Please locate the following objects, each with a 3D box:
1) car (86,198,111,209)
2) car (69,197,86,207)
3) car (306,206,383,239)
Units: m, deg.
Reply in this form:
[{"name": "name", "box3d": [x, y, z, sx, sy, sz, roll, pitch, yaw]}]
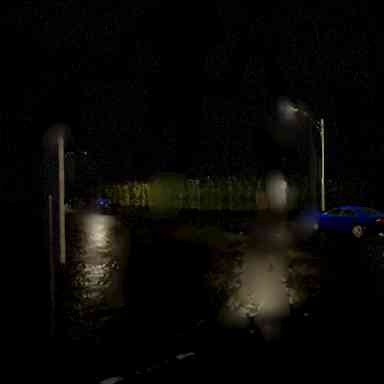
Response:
[{"name": "car", "box3d": [-13.352, 1.674, 48.458, 1.812, 1.442, 4.674, -1, 0, -36]}, {"name": "car", "box3d": [-19.421, 1.694, 56.660, 1.837, 1.490, 4.892, -1, 0, -36]}, {"name": "car", "box3d": [8.297, 1.489, 17.695, 1.882, 1.535, 5.008, 0, 0, -23]}]
